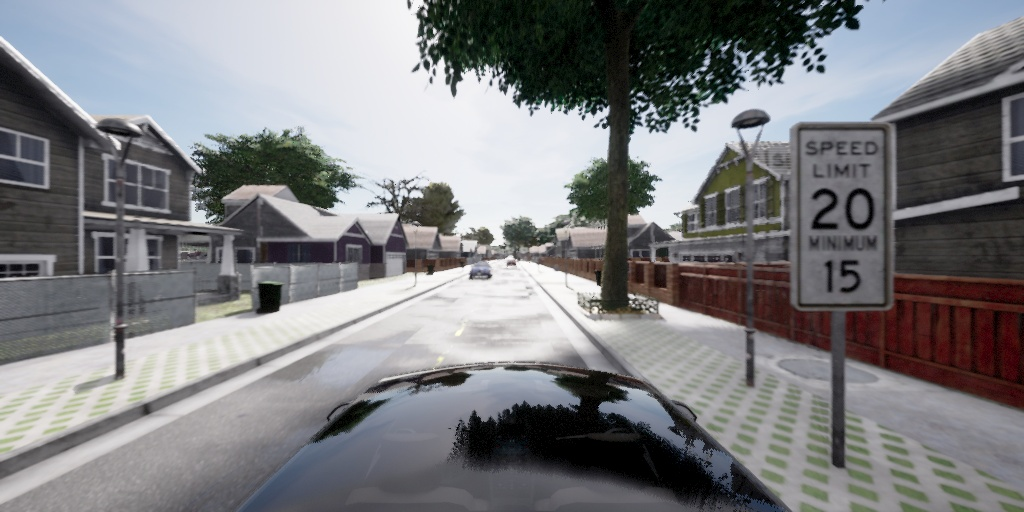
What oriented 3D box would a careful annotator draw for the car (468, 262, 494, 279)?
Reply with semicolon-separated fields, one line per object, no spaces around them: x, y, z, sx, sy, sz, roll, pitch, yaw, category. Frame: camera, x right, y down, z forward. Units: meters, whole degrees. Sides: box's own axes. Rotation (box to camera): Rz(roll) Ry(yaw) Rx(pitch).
-2.799;1.271;32.943;1.812;1.442;4.674;0;0;0;car
